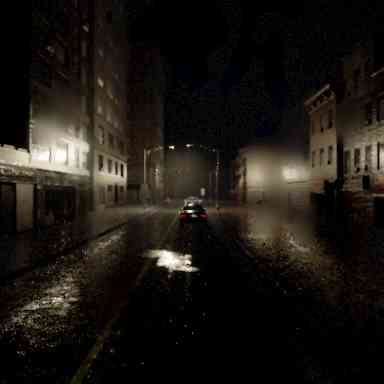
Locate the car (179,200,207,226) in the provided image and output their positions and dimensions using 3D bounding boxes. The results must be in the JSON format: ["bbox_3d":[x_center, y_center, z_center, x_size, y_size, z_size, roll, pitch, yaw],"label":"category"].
[{"bbox_3d":[0.092,1.556,23.434,2.033,1.411,5.357,0,0,0],"label":"car"}]

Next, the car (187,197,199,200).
[{"bbox_3d":[0.081,1.364,41.175,2.097,1.767,4.553,0,0,0],"label":"car"}]

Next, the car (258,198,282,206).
[{"bbox_3d":[13.193,1.712,56.005,4.313,1.339,1.947,0,-1,0],"label":"car"}]
